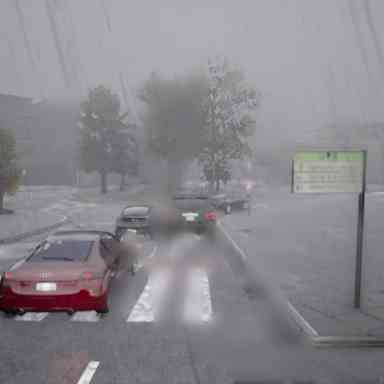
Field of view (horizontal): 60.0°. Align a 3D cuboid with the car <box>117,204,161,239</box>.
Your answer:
[{"bbox_3d":[-2.562,1.385,16.775,1.837,1.490,4.892,0,2,0],"label":"car"}]

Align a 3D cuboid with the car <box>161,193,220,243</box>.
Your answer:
[{"bbox_3d":[-0.041,1.118,15.928,2.150,2.045,5.566,0,1,1],"label":"car"}]

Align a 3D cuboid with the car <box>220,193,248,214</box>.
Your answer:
[{"bbox_3d":[3.026,0.849,27.934,1.837,1.490,4.892,3,5,36],"label":"car"}]

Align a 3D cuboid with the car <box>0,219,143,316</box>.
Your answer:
[{"bbox_3d":[-2.480,1.560,7.599,1.994,1.385,4.181,0,0,-1],"label":"car"}]
